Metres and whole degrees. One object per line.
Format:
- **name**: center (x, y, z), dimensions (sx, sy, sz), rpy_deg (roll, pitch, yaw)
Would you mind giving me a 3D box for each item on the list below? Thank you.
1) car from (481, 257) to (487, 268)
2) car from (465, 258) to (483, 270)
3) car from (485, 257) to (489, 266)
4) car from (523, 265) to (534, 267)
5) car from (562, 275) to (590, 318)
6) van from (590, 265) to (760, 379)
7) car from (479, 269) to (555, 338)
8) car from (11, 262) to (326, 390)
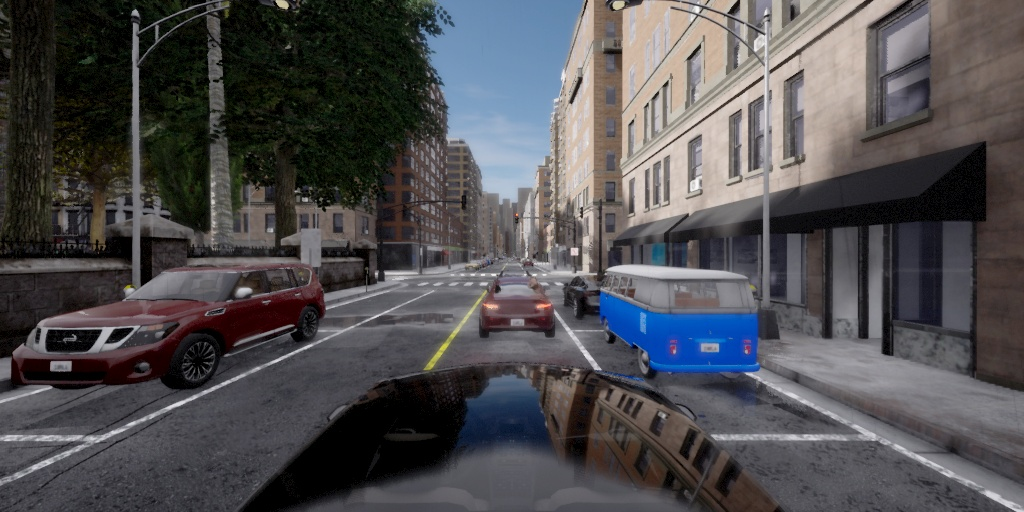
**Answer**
- **car**: center (-5.530, 1.272, 56.153), dimensions (2.007, 1.370, 4.403), rpy_deg (0, 0, 0)
- **car**: center (-5.545, 1.248, 50.533), dimensions (1.751, 1.417, 4.829), rpy_deg (0, 0, 0)
- **car**: center (-5.517, 1.265, 61.605), dimensions (1.888, 1.381, 4.507), rpy_deg (0, 0, 0)
- **car**: center (0.119, 1.345, 18.896), dimensions (1.895, 1.301, 4.718), rpy_deg (0, 0, -1)
- **car**: center (2.884, 1.313, 12.693), dimensions (1.948, 1.339, 4.313), rpy_deg (0, 0, 0)
- **van**: center (2.870, 1.090, 7.033), dimensions (1.690, 1.789, 3.998), rpy_deg (0, 0, 0)
- **car**: center (0.126, 1.274, 10.074), dimensions (1.812, 1.442, 4.674), rpy_deg (0, 0, 0)
- **car**: center (-5.655, 1.064, 7.014), dimensions (2.192, 1.841, 5.009), rpy_deg (0, 0, 0)
